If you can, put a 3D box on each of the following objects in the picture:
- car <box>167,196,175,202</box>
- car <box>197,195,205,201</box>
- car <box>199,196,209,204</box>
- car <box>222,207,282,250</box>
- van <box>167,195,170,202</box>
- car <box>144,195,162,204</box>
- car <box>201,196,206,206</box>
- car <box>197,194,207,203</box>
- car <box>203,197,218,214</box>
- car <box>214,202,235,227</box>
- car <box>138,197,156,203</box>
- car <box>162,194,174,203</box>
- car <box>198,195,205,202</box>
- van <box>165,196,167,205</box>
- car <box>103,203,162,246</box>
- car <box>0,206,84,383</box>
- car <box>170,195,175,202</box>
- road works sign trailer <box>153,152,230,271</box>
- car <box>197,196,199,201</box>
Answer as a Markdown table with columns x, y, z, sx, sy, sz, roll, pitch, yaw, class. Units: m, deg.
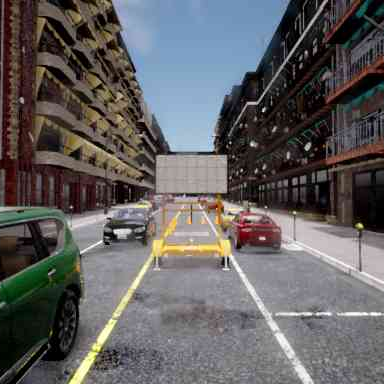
| x | y | z | sx | sy | sz | roll | pitch | yaw | class |
| --- | --- | --- | --- | --- | --- | --- | --- | --- | --- |
| -5.417 | 1.820 | 86.266 | 1.947 | 1.339 | 4.313 | 1 | 0 | 0 | car |
| 2.424 | 1.723 | 91.750 | 1.967 | 1.590 | 4.097 | 1 | 0 | 0 | car |
| 2.498 | 1.617 | 69.625 | 1.967 | 1.590 | 4.097 | 1 | 0 | 0 | car |
| 2.567 | 1.561 | 14.317 | 1.887 | 1.381 | 4.507 | 1 | 0 | 0 | car |
| -5.372 | 1.473 | 58.614 | 1.690 | 1.788 | 3.998 | 1 | 0 | 0 | van |
| -5.347 | 1.393 | 42.024 | 2.192 | 1.841 | 5.009 | 2 | 0 | 0 | car |
| 2.527 | 1.628 | 41.971 | 2.008 | 1.369 | 4.403 | 1 | 0 | 0 | car |
| 2.443 | 1.541 | 80.687 | 2.192 | 1.841 | 5.009 | 1 | 0 | 0 | car |
| 2.535 | 1.608 | 36.439 | 1.887 | 1.381 | 4.507 | 1 | 0 | 0 | car |
| 2.559 | 1.551 | 20.019 | 1.752 | 1.417 | 4.829 | 1 | 0 | 0 | car |
| -5.344 | 1.588 | 36.322 | 1.752 | 1.417 | 4.829 | 2 | 0 | 0 | car |
| -5.394 | 1.516 | 75.205 | 2.192 | 1.841 | 5.009 | 1 | 0 | 0 | car |
| 2.504 | 1.676 | 58.563 | 1.887 | 1.381 | 4.507 | 1 | 0 | 0 | car |
| -5.363 | 1.452 | 53.082 | 1.690 | 1.788 | 3.998 | 2 | 0 | 0 | van |
| -2.774 | 1.510 | 15.555 | 2.128 | 1.511 | 4.902 | 0 | 0 | 0 | car |
| -2.746 | 1.224 | 3.019 | 2.150 | 2.045 | 5.566 | 0 | 0 | 0 | car |
| -5.387 | 1.492 | 69.675 | 2.192 | 1.841 | 5.009 | 1 | 0 | 0 | car |
| -0.014 | 0.475 | 10.980 | 2.380 | 3.560 | 2.880 | 0 | 0 | 0 | road works sign trailer |
| 2.496 | 1.698 | 64.093 | 1.887 | 1.381 | 4.507 | 1 | 0 | 0 | car |
